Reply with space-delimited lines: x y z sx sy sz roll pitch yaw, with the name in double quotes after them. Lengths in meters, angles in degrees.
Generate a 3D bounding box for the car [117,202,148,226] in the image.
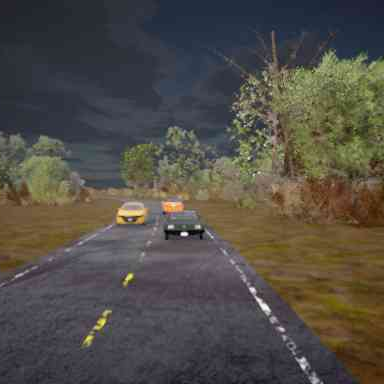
-4.138 1.485 23.663 1.882 1.535 5.008 0 0 -5 "car"

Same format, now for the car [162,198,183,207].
-2.064 1.357 34.838 2.097 1.767 4.553 0 0 -7 "car"

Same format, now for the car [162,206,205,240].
-0.479 1.602 17.172 1.895 1.301 4.718 0 0 -4 "car"
